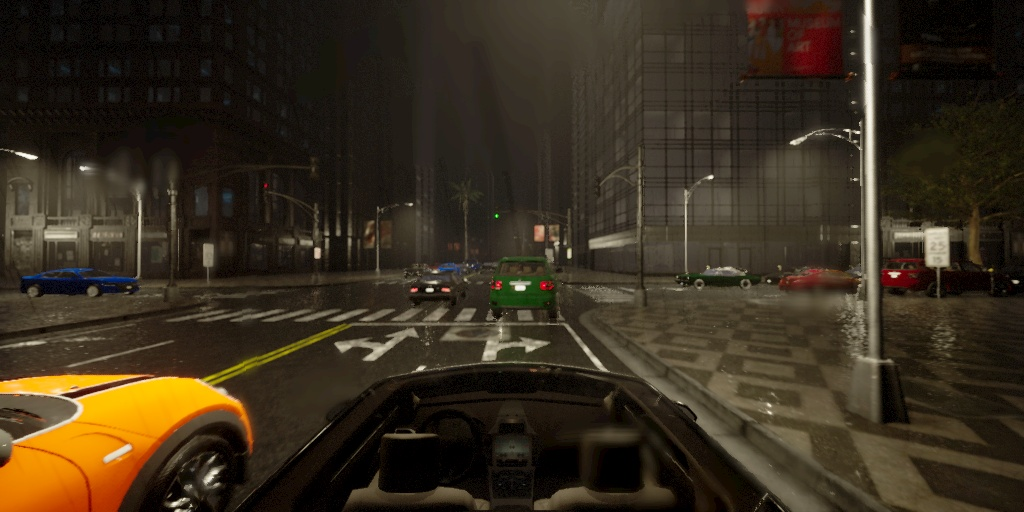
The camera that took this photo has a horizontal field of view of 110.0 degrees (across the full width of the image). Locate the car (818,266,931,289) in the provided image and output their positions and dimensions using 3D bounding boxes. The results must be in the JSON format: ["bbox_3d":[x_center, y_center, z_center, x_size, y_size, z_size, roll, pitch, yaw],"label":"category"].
[{"bbox_3d":[23.364,1.371,23.273,5.357,1.411,2.033,0,-1,-1],"label":"car"}]

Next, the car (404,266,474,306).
[{"bbox_3d":[-3.184,1.381,16.345,2.033,1.411,5.357,0,0,0],"label":"car"}]

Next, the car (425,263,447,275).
[{"bbox_3d":[-9.893,1.671,47.113,1.812,1.442,4.674,0,-1,0],"label":"car"}]

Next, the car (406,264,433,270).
[{"bbox_3d":[-9.899,1.559,37.788,1.837,1.490,4.892,0,-1,1],"label":"car"}]

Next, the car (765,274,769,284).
[{"bbox_3d":[20.785,1.437,25.972,4.313,1.339,1.948,0,0,-1],"label":"car"}]

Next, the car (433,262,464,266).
[{"bbox_3d":[-6.650,1.532,37.818,1.882,1.535,5.008,0,-1,0],"label":"car"}]

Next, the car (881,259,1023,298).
[{"bbox_3d":[20.930,1.061,17.449,5.009,1.841,2.192,0,0,-1],"label":"car"}]

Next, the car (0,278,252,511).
[{"bbox_3d":[-3.149,1.098,1.014,2.097,1.767,4.553,0,0,0],"label":"car"}]

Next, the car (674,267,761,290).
[{"bbox_3d":[13.115,1.457,23.091,4.718,1.301,1.895,0,-1,-1],"label":"car"}]

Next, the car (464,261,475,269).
[{"bbox_3d":[-6.637,1.702,47.980,2.033,1.411,5.357,0,-1,0],"label":"car"}]

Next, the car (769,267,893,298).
[{"bbox_3d":[15.291,1.347,17.352,4.207,1.307,1.802,0,0,-1],"label":"car"}]

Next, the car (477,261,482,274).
[{"bbox_3d":[-3.235,1.663,49.735,2.128,1.511,4.902,0,-1,0],"label":"car"}]

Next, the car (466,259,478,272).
[{"bbox_3d":[-6.601,1.488,58.579,2.150,2.045,5.566,0,-1,0],"label":"car"}]

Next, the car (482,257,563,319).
[{"bbox_3d":[0.685,1.036,13.454,2.150,2.045,5.566,0,0,9],"label":"car"}]

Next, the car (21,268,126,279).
[{"bbox_3d":[-23.124,1.430,19.316,5.008,1.535,1.882,0,-1,0],"label":"car"}]
